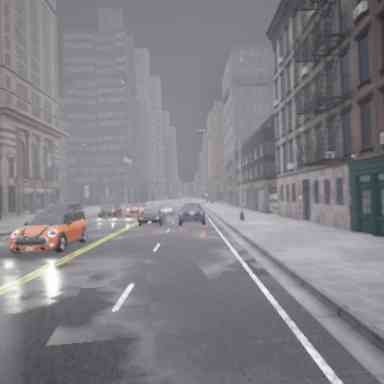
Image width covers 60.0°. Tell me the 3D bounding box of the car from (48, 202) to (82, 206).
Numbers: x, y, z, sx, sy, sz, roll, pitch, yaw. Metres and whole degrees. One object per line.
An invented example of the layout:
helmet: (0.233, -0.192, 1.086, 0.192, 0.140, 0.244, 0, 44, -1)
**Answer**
car: (-9.783, 1.824, 25.046, 2.150, 2.045, 5.566, -2, -1, 1)

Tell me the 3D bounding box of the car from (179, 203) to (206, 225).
car: (0.003, 1.703, 27.555, 2.097, 1.767, 4.553, -2, -1, 0)

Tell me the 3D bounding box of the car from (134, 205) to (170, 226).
car: (-3.209, 2.044, 27.464, 1.895, 1.301, 4.718, -2, -1, 0)

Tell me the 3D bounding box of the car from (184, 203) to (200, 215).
car: (0.014, 2.130, 41.767, 1.895, 1.301, 4.718, -2, -1, 0)

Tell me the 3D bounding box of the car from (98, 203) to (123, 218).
car: (-9.803, 2.143, 40.149, 2.097, 1.767, 4.553, -2, -1, 0)

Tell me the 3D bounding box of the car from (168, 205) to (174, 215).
car: (-3.235, 2.225, 41.844, 1.895, 1.301, 4.718, -2, -1, 0)

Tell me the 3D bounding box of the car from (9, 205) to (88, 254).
car: (-6.559, 1.743, 15.680, 2.097, 1.767, 4.553, -2, -1, 0)

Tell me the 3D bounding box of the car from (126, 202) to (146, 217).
car: (-6.555, 2.049, 40.156, 2.097, 1.767, 4.553, -2, -1, 0)
